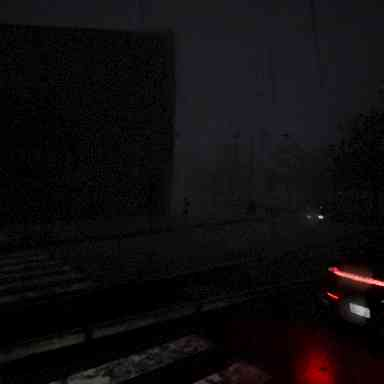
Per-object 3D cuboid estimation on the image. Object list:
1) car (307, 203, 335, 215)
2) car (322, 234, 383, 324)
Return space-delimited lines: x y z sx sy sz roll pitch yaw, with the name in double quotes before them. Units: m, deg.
"car" 17.277 2.196 44.483 4.553 1.767 2.097 4 -2 -44
"car" 4.462 1.409 5.807 4.902 1.511 2.128 -1 0 -29
